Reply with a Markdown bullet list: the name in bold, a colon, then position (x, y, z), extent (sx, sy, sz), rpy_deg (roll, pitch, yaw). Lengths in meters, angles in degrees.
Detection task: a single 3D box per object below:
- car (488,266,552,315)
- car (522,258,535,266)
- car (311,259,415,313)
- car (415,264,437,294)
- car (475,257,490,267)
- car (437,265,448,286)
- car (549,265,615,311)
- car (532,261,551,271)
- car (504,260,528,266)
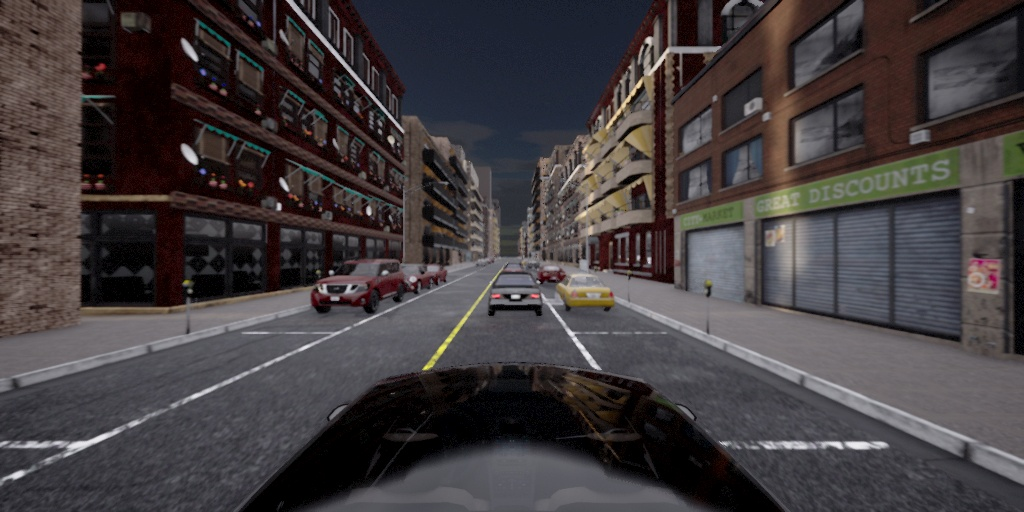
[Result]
- **car**: position (0.110, 1.285, 13.419), extent (2.033, 1.411, 5.357), rpy_deg (0, 0, 0)
- **car**: position (2.727, 1.248, 47.824), extent (2.007, 1.370, 4.403), rpy_deg (0, 0, 0)
- **car**: position (-5.682, 1.051, 14.019), extent (2.192, 1.841, 5.009), rpy_deg (0, 0, 0)
- **car**: position (-5.678, 1.169, 19.654), extent (1.967, 1.591, 4.097), rpy_deg (0, 0, 0)
- **car**: position (-5.639, 1.226, 64.744), extent (2.007, 1.370, 4.403), rpy_deg (0, 0, 0)
- **car**: position (-5.673, 1.268, 25.292), extent (1.888, 1.381, 4.507), rpy_deg (0, 0, 0)
- **car**: position (2.698, 1.262, 14.177), extent (1.751, 1.417, 4.829), rpy_deg (0, 0, 0)
- **car**: position (2.708, 1.269, 25.280), extent (1.888, 1.381, 4.507), rpy_deg (0, 0, 0)
- **car**: position (0.124, 1.282, 30.800), extent (1.994, 1.385, 4.181), rpy_deg (0, 0, 0)
